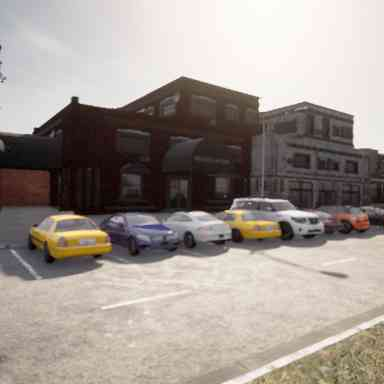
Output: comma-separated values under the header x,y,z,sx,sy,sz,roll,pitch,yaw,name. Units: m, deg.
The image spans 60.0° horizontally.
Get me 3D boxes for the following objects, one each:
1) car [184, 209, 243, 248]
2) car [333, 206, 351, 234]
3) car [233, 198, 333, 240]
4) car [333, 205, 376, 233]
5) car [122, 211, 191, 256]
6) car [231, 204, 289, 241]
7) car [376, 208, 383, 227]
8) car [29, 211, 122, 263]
x,y,z,sx,sy,sz,roll,pitch,yaw,name
-0.142,1.592,15.204,2.002,1.452,4.674,1,0,-35,car
6.644,1.737,20.027,2.002,1.452,4.674,2,-1,-35,car
4.403,1.390,18.401,2.435,2.045,5.566,1,-1,-35,car
8.928,1.634,21.613,2.185,1.767,4.553,2,-1,-35,car
-2.311,1.560,13.668,2.002,1.452,4.674,1,0,-35,car
2.010,1.591,16.964,1.946,1.575,5.366,1,-1,-35,car
13.533,1.899,24.931,2.231,1.521,4.892,2,-1,-35,car
-4.675,1.491,12.213,1.946,1.575,5.366,1,0,-35,car
